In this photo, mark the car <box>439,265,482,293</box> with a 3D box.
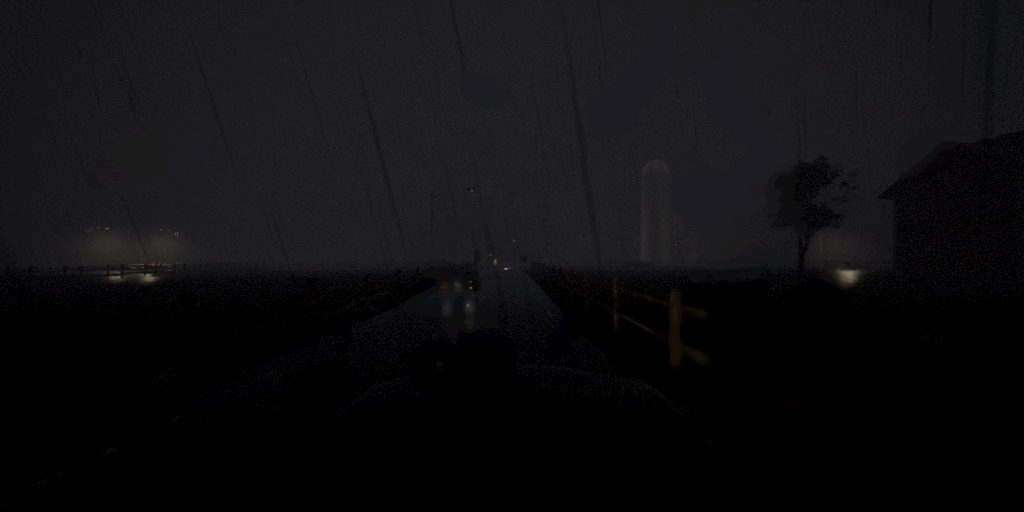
[{"bbox_3d":[-2.850,1.387,21.047,1.994,1.385,4.181,0,0,0],"label":"car"}]
